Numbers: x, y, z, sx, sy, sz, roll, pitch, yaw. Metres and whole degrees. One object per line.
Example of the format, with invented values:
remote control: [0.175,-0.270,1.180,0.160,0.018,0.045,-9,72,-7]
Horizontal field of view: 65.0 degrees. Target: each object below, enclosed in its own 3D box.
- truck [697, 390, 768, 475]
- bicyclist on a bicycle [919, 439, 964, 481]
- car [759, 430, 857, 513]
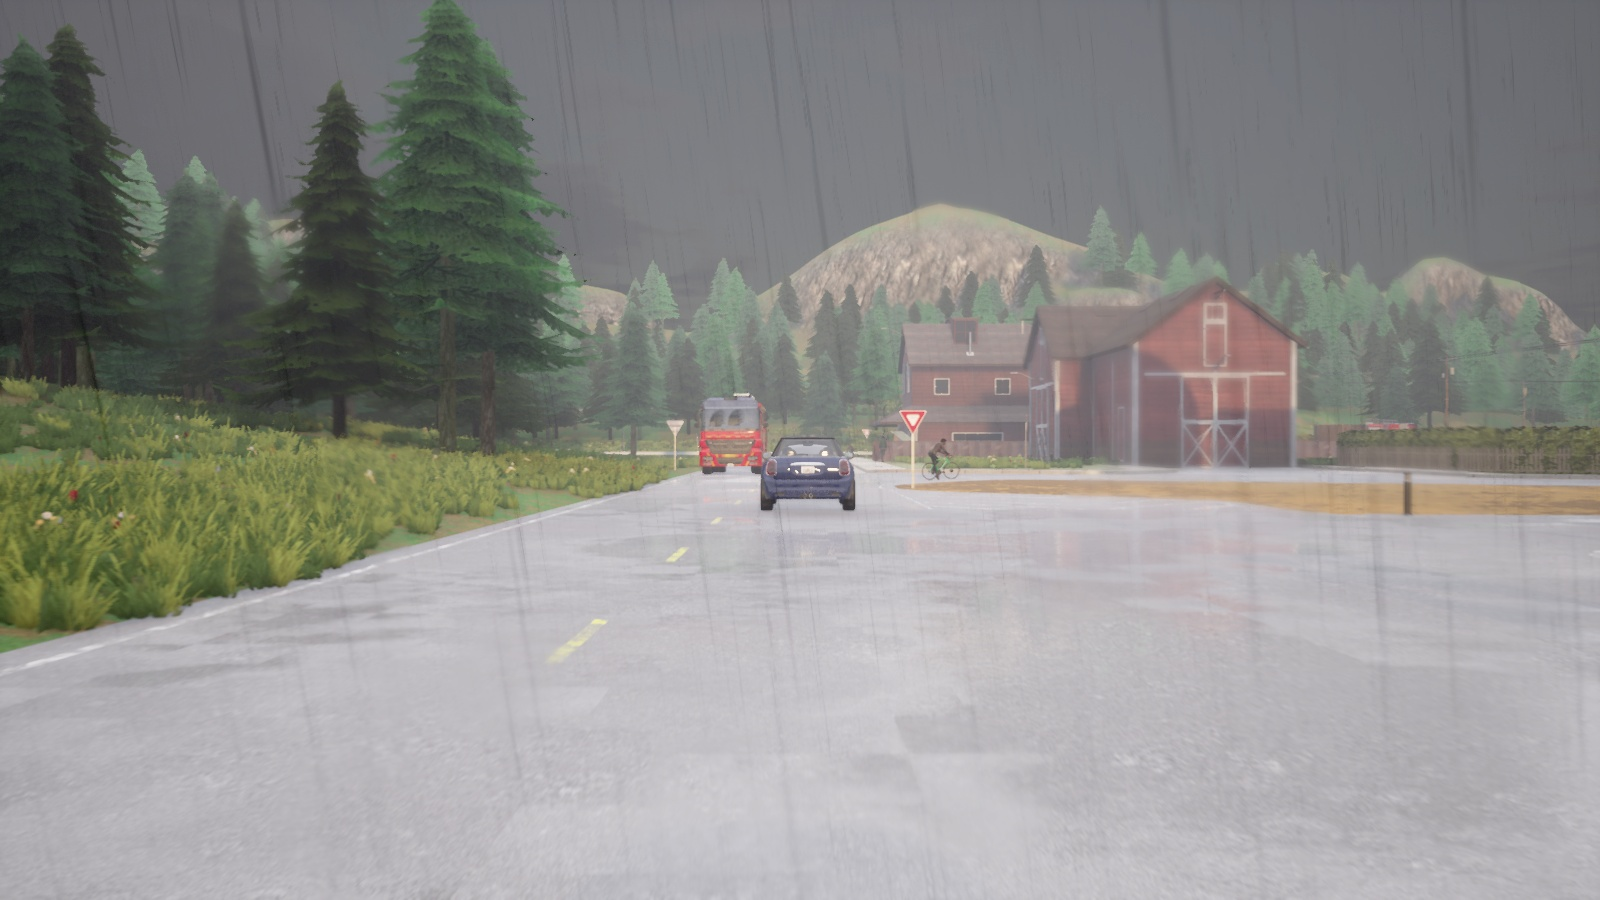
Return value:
truck: [-3.139,-0.774,60.786,2.891,3.827,8.468,0,0,0]
bicyclist on a bicycle: [5.521,0.376,49.086,1.656,1.620,0.582,-1,1,-22]
car: [0.181,0.442,29.014,2.097,1.767,4.553,0,0,0]
